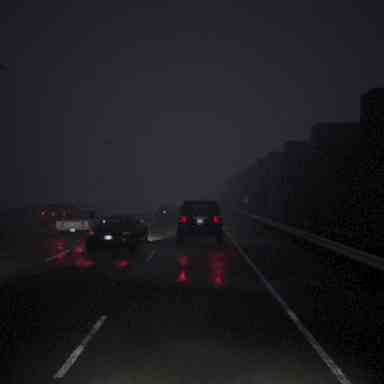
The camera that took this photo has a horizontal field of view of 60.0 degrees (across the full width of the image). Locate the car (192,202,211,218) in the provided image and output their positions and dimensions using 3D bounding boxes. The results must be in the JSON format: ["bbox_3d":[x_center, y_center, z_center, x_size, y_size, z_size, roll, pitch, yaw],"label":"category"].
[{"bbox_3d":[1.060,1.865,36.112,1.837,1.490,4.892,0,0,2],"label":"car"}]

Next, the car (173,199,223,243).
[{"bbox_3d":[0.431,1.396,17.366,2.150,2.045,5.566,0,0,2],"label":"car"}]

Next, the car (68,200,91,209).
[{"bbox_3d":[-19.442,2.175,57.608,2.033,1.411,5.357,0,-1,1],"label":"car"}]

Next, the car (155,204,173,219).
[{"bbox_3d":[-2.527,1.909,33.709,1.994,1.385,4.181,0,0,2],"label":"car"}]

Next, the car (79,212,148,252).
[{"bbox_3d":[-3.138,1.720,14.628,1.994,1.385,4.181,0,-1,1],"label":"car"}]

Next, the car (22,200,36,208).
[{"bbox_3d":[-23.178,2.114,48.916,1.994,1.385,4.181,0,-1,2],"label":"car"}]

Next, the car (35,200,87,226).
[{"bbox_3d":[-9.822,1.636,25.842,2.097,1.767,4.553,0,-1,2],"label":"car"}]

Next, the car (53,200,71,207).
[{"bbox_3d":[-26.338,2.299,67.625,1.994,1.385,4.181,0,-1,0],"label":"car"}]

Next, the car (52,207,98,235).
[{"bbox_3d":[-6.499,1.824,20.533,1.895,1.301,4.718,0,-1,2],"label":"car"}]

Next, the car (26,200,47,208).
[{"bbox_3d":[-29.858,2.271,63.909,1.994,1.385,4.181,0,-1,0],"label":"car"}]
